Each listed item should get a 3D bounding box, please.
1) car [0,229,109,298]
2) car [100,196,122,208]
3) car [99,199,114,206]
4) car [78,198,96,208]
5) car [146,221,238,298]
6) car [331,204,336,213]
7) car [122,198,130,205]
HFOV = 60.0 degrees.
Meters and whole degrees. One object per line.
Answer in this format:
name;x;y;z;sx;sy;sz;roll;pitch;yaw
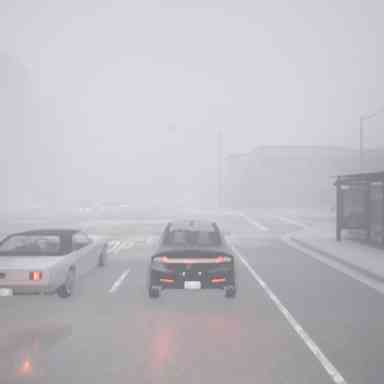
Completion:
car;-3.507;1.582;8.436;1.895;1.301;4.718;0;0;0
car;-12.690;1.473;51.570;2.097;1.767;4.553;0;-1;-3
car;-17.004;2.018;66.400;1.895;1.301;4.718;0;-1;-3
car;-16.186;1.614;51.418;2.128;1.511;4.902;0;-1;-3
car;-0.008;1.473;8.471;2.128;1.511;4.902;0;0;0
car;14.576;1.217;29.536;4.181;1.385;1.994;-1;0;-7
car;-13.516;1.913;66.466;2.128;1.511;4.902;0;-1;-3
